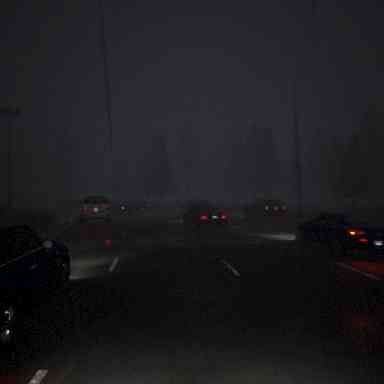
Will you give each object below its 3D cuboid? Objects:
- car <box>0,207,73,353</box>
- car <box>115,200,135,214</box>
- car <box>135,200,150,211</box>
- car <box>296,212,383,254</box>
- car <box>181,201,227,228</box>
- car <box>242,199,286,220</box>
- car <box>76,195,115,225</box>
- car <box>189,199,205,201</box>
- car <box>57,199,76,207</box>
[{"bbox_3d":[-3.794,1.355,6.167,2.097,1.767,4.553,0,0,-7],"label":"car"},{"bbox_3d":[-7.893,1.563,35.238,1.994,1.385,4.181,0,0,-28],"label":"car"},{"bbox_3d":[-6.910,1.600,40.371,1.895,1.301,4.718,0,0,-35],"label":"car"},{"bbox_3d":[5.913,1.526,13.381,1.812,1.442,4.674,0,0,-8],"label":"car"},{"bbox_3d":[0.706,1.547,22.263,2.033,1.411,5.357,0,0,-15],"label":"car"},{"bbox_3d":[6.084,1.351,28.568,2.097,1.767,4.553,0,0,-17],"label":"car"},{"bbox_3d":[-7.204,1.221,24.618,2.150,2.045,5.566,0,0,-18],"label":"car"},{"bbox_3d":[0.415,1.477,34.417,1.882,1.535,5.008,0,0,-21],"label":"car"},{"bbox_3d":[-16.790,1.600,46.140,4.718,1.301,1.895,0,0,39],"label":"car"}]
